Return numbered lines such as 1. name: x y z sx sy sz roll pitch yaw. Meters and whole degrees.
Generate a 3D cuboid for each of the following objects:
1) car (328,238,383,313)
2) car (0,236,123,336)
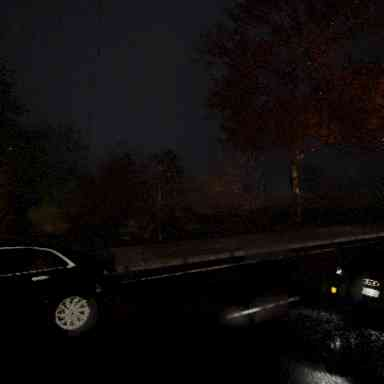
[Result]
1. car: 4.793 1.601 7.020 4.181 1.385 1.994 0 0 -35
2. car: -3.522 1.502 5.144 4.892 1.490 1.837 1 0 -35
